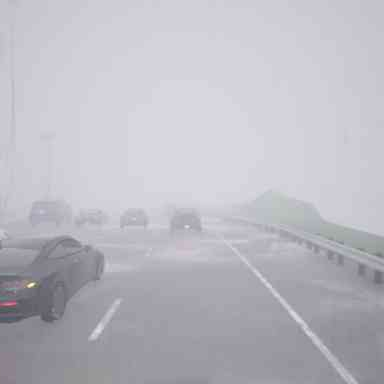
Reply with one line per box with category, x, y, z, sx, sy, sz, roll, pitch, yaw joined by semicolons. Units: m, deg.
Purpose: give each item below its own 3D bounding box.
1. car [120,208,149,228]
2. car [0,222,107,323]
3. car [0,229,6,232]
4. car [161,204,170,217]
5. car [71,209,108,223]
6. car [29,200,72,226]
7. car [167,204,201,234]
car;-4.394;1.944;25.697;1.994;1.385;4.181;-1;-1;-6
car;-3.347;1.664;7.375;1.812;1.442;4.674;-1;-1;0
car;-6.840;1.419;8.367;2.150;2.045;5.566;-1;-1;-1
car;-2.459;2.050;37.654;2.033;1.411;5.357;-1;-1;-9
car;-8.016;2.044;26.950;1.895;1.301;4.718;-1;-1;-6
car;-11.631;1.723;27.732;2.150;2.045;5.566;-1;-1;-7
car;-0.492;1.778;21.506;1.837;1.490;4.892;-1;-1;-4
